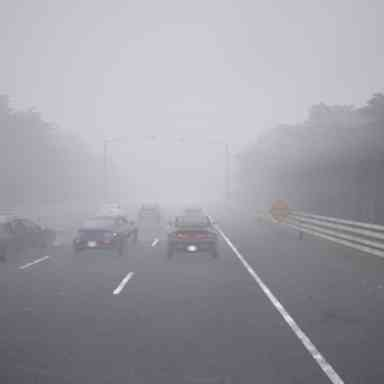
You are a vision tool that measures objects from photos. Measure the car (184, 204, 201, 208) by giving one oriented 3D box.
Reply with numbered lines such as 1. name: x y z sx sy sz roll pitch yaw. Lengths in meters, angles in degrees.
1. car: 0.032 1.787 28.914 1.812 1.442 4.674 0 0 1

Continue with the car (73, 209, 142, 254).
1. car: -3.472 1.652 13.914 1.812 1.442 4.674 0 0 0

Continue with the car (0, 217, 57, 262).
1. car: -6.985 1.662 12.495 2.033 1.411 5.357 0 0 0

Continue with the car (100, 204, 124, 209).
1. car: -6.969 1.787 28.922 1.812 1.442 4.674 0 0 0

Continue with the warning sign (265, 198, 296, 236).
1. warning sign: 4.581 1.274 17.329 1.300 1.860 1.060 2 1 0

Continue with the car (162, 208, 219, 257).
1. car: 0.025 1.630 13.510 1.837 1.490 4.892 0 0 0

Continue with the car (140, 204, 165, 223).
1. car: -3.473 1.751 28.524 2.128 1.511 4.902 0 0 0
